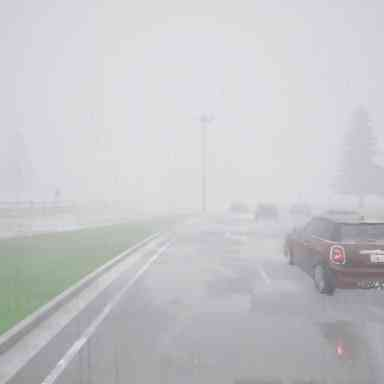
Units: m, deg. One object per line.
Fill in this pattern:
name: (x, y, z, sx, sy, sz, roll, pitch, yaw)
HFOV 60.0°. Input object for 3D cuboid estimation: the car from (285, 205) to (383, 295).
car: (3.973, 1.405, 8.994, 2.097, 1.767, 4.553, 0, 0, 3)

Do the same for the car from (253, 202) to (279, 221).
car: (6.413, 1.675, 28.805, 1.837, 1.490, 4.892, 0, 0, 10)

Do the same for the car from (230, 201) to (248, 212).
car: (5.978, 1.814, 42.328, 1.994, 1.385, 4.181, 0, 0, 14)

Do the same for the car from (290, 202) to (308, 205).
car: (11.422, 1.773, 35.328, 1.994, 1.385, 4.181, 0, 0, 14)

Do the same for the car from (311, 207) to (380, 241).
car: (8.387, 1.659, 18.749, 2.033, 1.411, 5.357, 0, 0, 8)
